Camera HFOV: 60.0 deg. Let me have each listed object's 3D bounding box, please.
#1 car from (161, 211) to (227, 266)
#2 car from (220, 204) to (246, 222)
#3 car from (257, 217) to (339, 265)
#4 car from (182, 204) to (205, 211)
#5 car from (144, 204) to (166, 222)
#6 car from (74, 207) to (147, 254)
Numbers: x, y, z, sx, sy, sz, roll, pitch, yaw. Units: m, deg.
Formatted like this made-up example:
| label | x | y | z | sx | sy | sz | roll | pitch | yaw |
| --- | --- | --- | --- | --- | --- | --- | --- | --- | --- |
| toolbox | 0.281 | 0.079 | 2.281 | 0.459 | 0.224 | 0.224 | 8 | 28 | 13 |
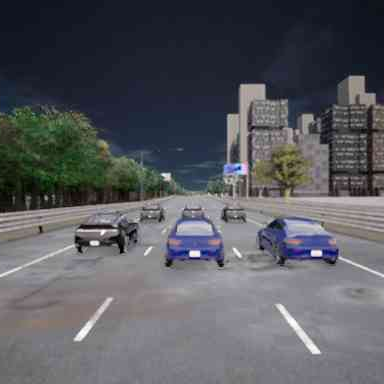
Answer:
| label | x | y | z | sx | sy | sz | roll | pitch | yaw |
| --- | --- | --- | --- | --- | --- | --- | --- | --- | --- |
| car | 0.087 | 1.613 | 11.764 | 1.812 | 1.442 | 4.674 | 0 | -1 | 0 |
| car | 3.590 | 1.841 | 29.557 | 2.128 | 1.511 | 4.902 | 0 | -1 | 0 |
| car | 3.586 | 1.615 | 11.862 | 1.812 | 1.442 | 4.674 | 0 | -1 | 0 |
| car | 0.091 | 1.841 | 29.562 | 2.128 | 1.511 | 4.902 | 0 | -1 | 0 |
| car | -3.409 | 1.842 | 29.569 | 2.128 | 1.511 | 4.902 | 0 | -1 | 0 |
| car | -3.409 | 1.612 | 14.073 | 2.128 | 1.511 | 4.902 | 0 | -1 | 0 |
